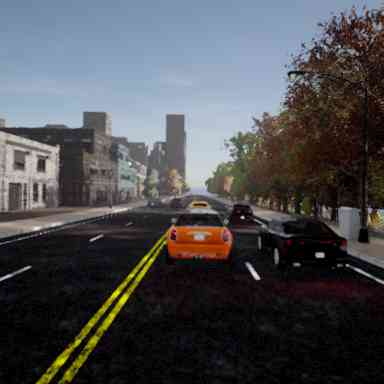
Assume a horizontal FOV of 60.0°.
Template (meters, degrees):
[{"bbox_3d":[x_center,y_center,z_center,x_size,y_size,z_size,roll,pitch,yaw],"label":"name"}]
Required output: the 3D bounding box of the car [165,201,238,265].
[{"bbox_3d":[0.282,1.391,12.082,2.097,1.767,4.553,1,0,2],"label":"car"}]

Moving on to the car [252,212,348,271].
[{"bbox_3d":[3.511,1.575,11.397,1.882,1.535,5.008,1,-1,2],"label":"car"}]

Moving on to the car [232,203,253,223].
[{"bbox_3d":[3.896,1.656,27.439,1.837,1.490,4.892,1,0,2],"label":"car"}]

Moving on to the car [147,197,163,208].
[{"bbox_3d":[-5.483,1.529,49.536,2.128,1.511,4.902,1,0,2],"label":"car"}]

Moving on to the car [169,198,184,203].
[{"bbox_3d":[-2.239,1.575,49.243,1.882,1.535,5.008,1,0,2],"label":"car"}]

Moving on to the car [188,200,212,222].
[{"bbox_3d":[0.689,1.572,28.921,1.882,1.535,5.008,1,0,2],"label":"car"}]
